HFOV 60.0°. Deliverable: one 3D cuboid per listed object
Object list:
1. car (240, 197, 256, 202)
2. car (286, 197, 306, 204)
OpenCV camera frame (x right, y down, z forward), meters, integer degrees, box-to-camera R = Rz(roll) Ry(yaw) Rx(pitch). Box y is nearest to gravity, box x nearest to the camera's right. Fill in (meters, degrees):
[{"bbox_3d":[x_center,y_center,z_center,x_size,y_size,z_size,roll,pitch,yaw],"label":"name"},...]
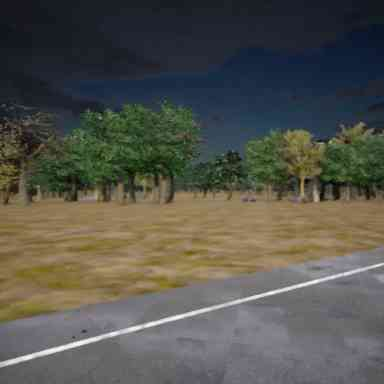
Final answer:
[{"bbox_3d":[13.687,1.842,81.450,1.994,1.385,4.181,2,-2,-35],"label":"car"},{"bbox_3d":[21.775,1.747,69.733,1.994,1.385,4.181,2,-2,-35],"label":"car"}]
